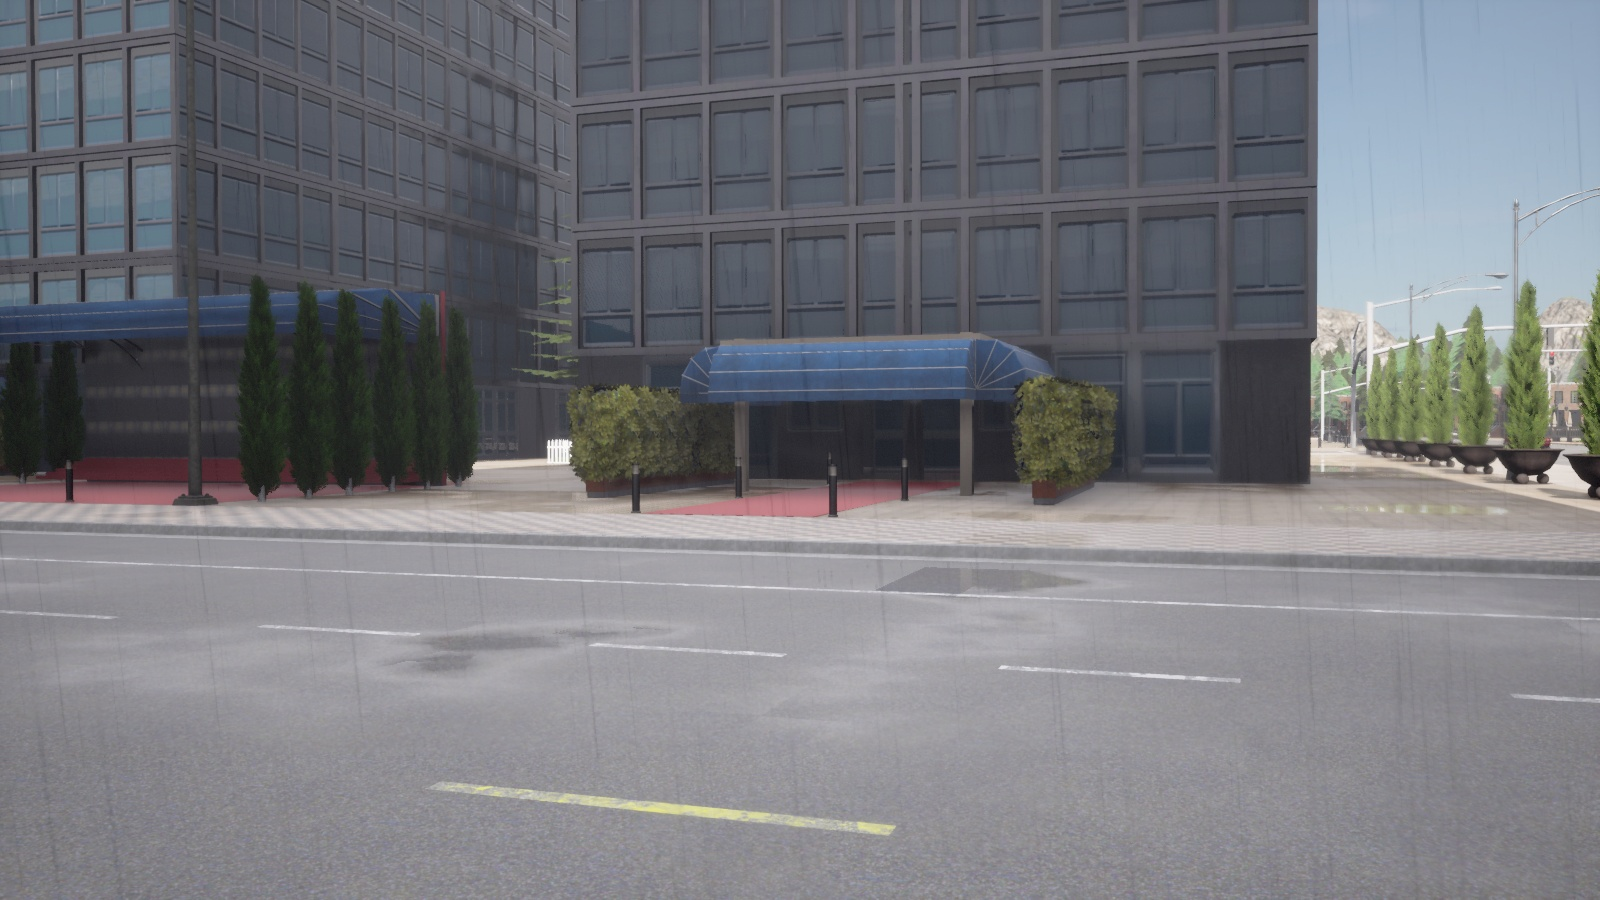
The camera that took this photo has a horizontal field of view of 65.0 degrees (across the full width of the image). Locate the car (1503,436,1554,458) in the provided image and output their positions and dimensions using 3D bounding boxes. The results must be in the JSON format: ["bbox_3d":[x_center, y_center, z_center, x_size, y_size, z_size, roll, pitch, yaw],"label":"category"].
[{"bbox_3d":[46.466,-0.203,80.203,1.895,1.301,4.718,1,0,19],"label":"car"}]
